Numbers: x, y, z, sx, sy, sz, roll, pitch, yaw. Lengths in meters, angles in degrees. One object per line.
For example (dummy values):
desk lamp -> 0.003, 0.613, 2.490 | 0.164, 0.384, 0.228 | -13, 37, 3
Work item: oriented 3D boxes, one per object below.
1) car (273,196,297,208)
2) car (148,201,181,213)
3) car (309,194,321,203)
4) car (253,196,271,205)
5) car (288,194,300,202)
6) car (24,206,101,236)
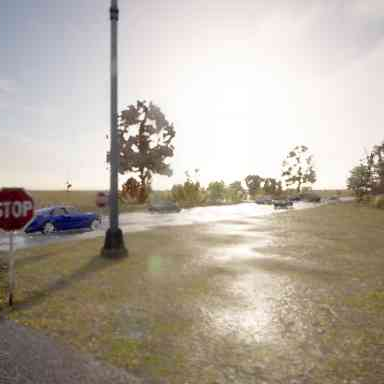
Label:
car -> 14.342, 1.775, 51.743 | 1.895, 1.301, 4.718 | 0, 0, 33
car -> -3.138, 1.714, 38.245 | 1.994, 1.385, 4.181 | 0, 1, 34
car -> 29.231, 1.453, 79.156 | 2.150, 2.045, 5.566 | 0, 0, 28
car -> 13.269, 1.528, 62.720 | 2.097, 1.767, 4.553 | 0, 0, 34
car -> 23.783, 1.439, 78.403 | 2.150, 2.045, 5.566 | 0, 0, 34
car -> -7.484, 1.534, 19.169 | 1.882, 1.535, 5.008 | 0, 0, 34
